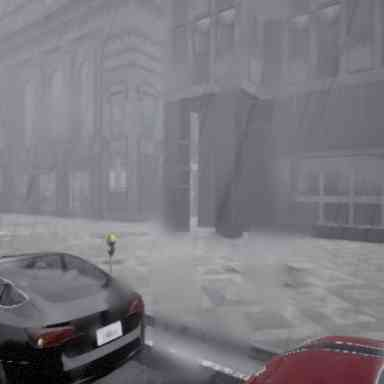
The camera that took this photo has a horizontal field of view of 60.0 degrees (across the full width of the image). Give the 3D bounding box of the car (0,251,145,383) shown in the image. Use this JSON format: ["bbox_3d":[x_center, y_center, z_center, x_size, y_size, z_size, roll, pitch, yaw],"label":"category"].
[{"bbox_3d":[-2.583,1.547,4.800,4.313,1.339,1.947,0,0,35],"label":"car"}]

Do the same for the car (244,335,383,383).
[{"bbox_3d":[2.007,1.444,1.528,4.097,1.590,1.967,0,0,35],"label":"car"}]
